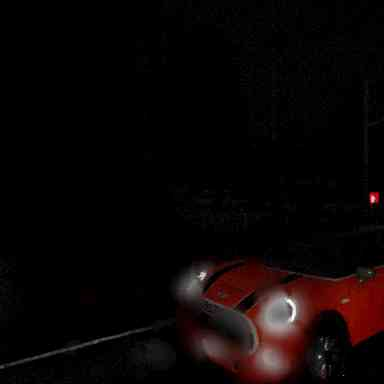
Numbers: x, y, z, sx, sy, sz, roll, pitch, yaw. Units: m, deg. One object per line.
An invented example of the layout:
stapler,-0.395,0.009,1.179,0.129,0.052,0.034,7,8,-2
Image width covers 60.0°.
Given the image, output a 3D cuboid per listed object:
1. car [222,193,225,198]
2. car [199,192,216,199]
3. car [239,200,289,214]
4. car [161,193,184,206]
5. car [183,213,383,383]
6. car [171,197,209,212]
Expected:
car,6.976,1.092,94.342,1.905,1.878,3.866,0,0,-37
car,4.889,1.112,92.279,1.932,1.855,4.605,0,0,-37
car,6.473,1.493,30.358,1.882,1.535,5.008,0,0,-37
car,-3.692,1.367,50.066,2.097,1.767,4.553,0,0,-35
car,2.071,1.352,5.419,4.553,1.767,2.097,0,0,-35
car,-0.351,1.579,39.396,1.994,1.385,4.181,0,0,-37
